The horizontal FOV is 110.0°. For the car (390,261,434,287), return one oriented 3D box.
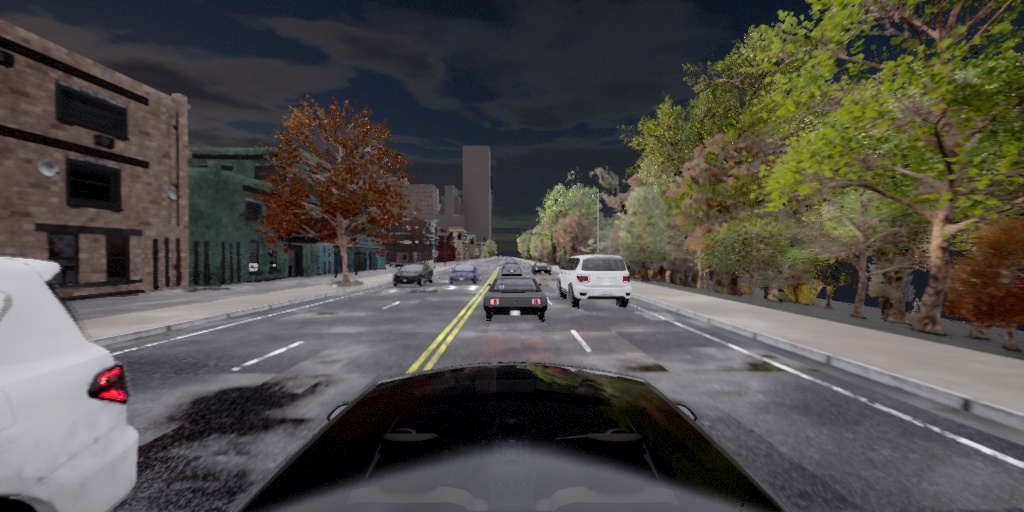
[{"bbox_3d":[-6.658,1.225,24.641,1.882,1.535,5.008,0,0,-1],"label":"car"}]

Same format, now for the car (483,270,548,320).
[{"bbox_3d":[0.098,1.349,12.550,1.895,1.301,4.718,0,0,0],"label":"car"}]

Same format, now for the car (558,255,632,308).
[{"bbox_3d":[3.347,0.970,15.399,2.150,2.045,5.566,0,0,0],"label":"car"}]

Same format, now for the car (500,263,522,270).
[{"bbox_3d":[-0.067,1.294,32.218,2.033,1.411,5.357,0,0,-1],"label":"car"}]

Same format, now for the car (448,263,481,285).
[{"bbox_3d":[-3.428,1.273,26.464,1.812,1.442,4.674,0,0,-1],"label":"car"}]

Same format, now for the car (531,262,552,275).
[{"bbox_3d":[3.077,1.347,38.744,1.895,1.301,4.718,0,0,-1],"label":"car"}]
